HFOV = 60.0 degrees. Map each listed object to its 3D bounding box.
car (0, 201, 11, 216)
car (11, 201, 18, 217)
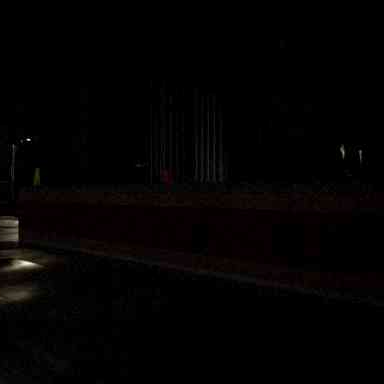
[{"bbox_3d":[-16.437,1.547,29.125,2.128,1.511,4.902,0,0,37],"label":"car"},{"bbox_3d":[-12.280,1.603,28.845,2.033,1.411,5.357,0,0,37],"label":"car"}]
